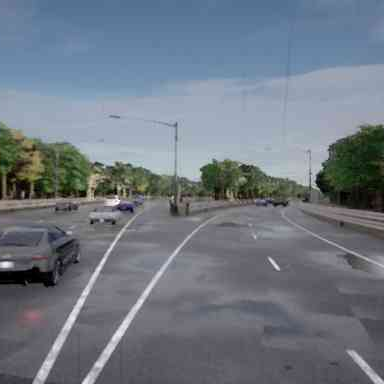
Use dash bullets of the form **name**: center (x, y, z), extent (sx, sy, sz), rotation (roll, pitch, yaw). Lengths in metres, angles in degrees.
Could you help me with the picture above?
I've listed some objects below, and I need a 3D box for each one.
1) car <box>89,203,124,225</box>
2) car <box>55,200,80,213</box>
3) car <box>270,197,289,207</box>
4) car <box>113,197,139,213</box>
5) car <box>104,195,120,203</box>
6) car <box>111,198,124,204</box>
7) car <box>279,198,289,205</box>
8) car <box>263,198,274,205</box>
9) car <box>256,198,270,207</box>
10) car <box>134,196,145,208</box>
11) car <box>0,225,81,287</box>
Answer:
- **car**: center (-6.650, 1.765, 25.880), extent (1.895, 1.301, 4.718), rotation (1, -1, -7)
- **car**: center (-14.982, 1.682, 40.147), extent (2.128, 1.511, 4.902), rotation (1, -1, -4)
- **car**: center (17.813, 2.012, 67.547), extent (2.150, 2.045, 5.566), rotation (0, -1, 20)
- **car**: center (-8.141, 1.763, 41.437), extent (1.882, 1.535, 5.008), rotation (1, -1, -5)
- **car**: center (-12.348, 1.552, 52.684), extent (2.150, 2.045, 5.566), rotation (1, 0, -3)
- **car**: center (-16.547, 2.061, 74.421), extent (1.895, 1.301, 4.718), rotation (1, -1, 0)
- **car**: center (21.426, 2.281, 77.251), extent (1.882, 1.535, 5.008), rotation (0, -1, 20)
- **car**: center (17.869, 2.241, 77.726), extent (1.837, 1.490, 4.892), rotation (0, -1, 20)
- **car**: center (14.379, 2.286, 68.362), extent (1.812, 1.442, 4.674), rotation (0, -1, 20)
- **car**: center (-9.029, 1.896, 55.341), extent (1.837, 1.490, 4.892), rotation (1, 0, -3)
- **car**: center (-4.426, 1.596, 9.345), extent (1.994, 1.385, 4.181), rotation (1, 0, -9)
